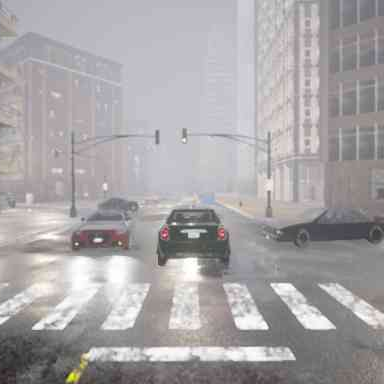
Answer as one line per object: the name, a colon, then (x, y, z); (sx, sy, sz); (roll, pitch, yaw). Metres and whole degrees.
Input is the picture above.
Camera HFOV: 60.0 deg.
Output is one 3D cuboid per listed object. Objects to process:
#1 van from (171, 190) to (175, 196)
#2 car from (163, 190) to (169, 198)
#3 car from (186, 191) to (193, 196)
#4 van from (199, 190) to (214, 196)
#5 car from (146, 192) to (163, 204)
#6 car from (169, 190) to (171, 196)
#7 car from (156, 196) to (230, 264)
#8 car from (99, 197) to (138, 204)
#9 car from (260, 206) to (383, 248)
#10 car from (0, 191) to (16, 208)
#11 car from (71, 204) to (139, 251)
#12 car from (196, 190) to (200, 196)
van: (-5.751, 0.355, 81.180); (1.690, 1.788, 3.998); (0, 1, 0)
car: (-5.631, 0.697, 58.975); (1.967, 1.590, 4.097); (0, 1, 0)
car: (-0.479, 0.418, 88.526); (1.882, 1.535, 5.008); (0, 1, 0)
van: (2.311, 0.726, 47.911); (1.690, 1.788, 3.998); (0, 1, 0)
car: (-5.569, 0.912, 47.701); (1.752, 1.417, 4.829); (0, 1, 0)
car: (-5.661, 0.761, 64.528); (1.947, 1.339, 4.313); (0, 1, 0)
car: (0.034, 1.189, 11.315); (2.097, 1.767, 4.553); (0, 1, 0)
car: (-6.656, 1.146, 29.798); (4.674, 1.442, 1.812); (0, 1, 43)
car: (5.531, 1.295, 13.258); (5.357, 1.411, 2.033); (-1, 1, -9)
car: (-23.339, 0.875, 40.135); (5.566, 2.045, 2.150); (0, 0, 40)
car: (-3.304, 1.387, 13.074); (1.994, 1.385, 4.181); (0, 1, -5)
car: (2.189, 0.678, 70.122); (1.887, 1.381, 4.507); (0, 1, 0)
